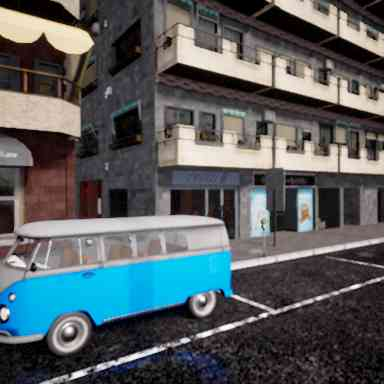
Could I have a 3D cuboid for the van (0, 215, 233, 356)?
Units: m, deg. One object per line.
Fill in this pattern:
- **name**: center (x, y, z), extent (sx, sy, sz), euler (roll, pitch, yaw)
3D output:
- **van**: center (-1.153, 1.339, 5.749), extent (3.998, 1.788, 1.690), euler (0, 0, -36)
